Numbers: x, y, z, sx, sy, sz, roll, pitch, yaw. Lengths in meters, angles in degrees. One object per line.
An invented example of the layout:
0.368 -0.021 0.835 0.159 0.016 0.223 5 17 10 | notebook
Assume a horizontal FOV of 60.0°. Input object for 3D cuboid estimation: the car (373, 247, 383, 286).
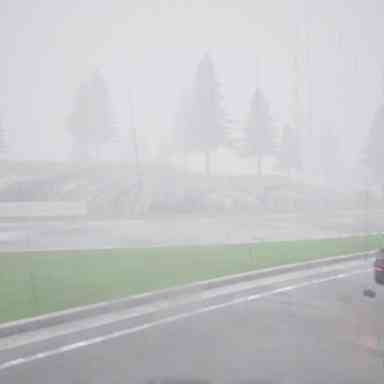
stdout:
5.899 1.388 7.209 4.674 1.442 1.812 -1 0 -29 | car
